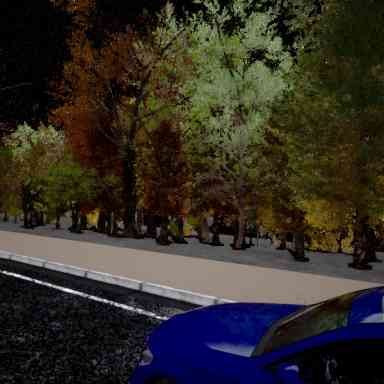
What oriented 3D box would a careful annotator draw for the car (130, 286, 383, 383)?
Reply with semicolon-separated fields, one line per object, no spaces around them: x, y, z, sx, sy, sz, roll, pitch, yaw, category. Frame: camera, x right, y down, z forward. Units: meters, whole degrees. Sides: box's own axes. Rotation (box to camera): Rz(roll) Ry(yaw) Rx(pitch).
1.598;1.526;2.544;4.674;1.442;1.812;0;0;36;car
